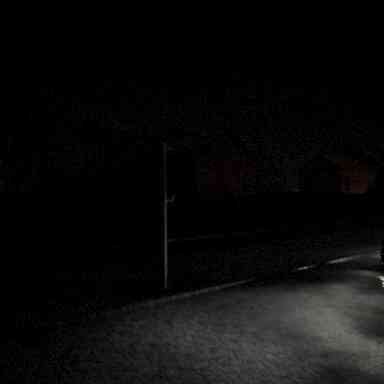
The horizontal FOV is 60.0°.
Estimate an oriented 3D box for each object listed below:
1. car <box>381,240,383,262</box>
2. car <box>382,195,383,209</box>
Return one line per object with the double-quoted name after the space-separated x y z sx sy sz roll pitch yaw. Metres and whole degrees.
7.556 1.421 9.989 4.902 1.511 2.128 0 0 -35 "car"
18.332 0.981 30.528 1.845 1.501 3.633 0 0 -38 "car"
